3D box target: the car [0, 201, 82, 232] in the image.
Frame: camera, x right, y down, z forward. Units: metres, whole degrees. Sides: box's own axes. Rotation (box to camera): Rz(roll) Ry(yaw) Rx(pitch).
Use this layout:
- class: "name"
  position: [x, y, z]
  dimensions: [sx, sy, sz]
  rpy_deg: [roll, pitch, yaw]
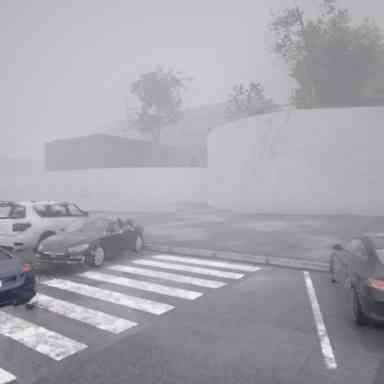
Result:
- class: "car"
  position: [-5.756, 1.377, 13.618]
  dimensions: [2.435, 2.045, 5.566]
  rpy_deg: [-1, -1, 15]

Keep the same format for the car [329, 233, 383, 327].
- class: "car"
  position: [3.952, 1.536, 6.659]
  dimensions: [2.002, 1.452, 4.674]
  rpy_deg: [-1, -1, 15]

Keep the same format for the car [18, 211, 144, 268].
- class: "car"
  position: [-3.320, 1.593, 11.859]
  dimensions: [2.231, 1.521, 4.892]
  rpy_deg: [0, -1, 15]

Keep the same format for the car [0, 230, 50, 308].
- class: "car"
  position: [-5.175, 1.650, 7.066]
  dimensions: [4.181, 1.385, 1.994]
  rpy_deg: [-1, 0, 35]
